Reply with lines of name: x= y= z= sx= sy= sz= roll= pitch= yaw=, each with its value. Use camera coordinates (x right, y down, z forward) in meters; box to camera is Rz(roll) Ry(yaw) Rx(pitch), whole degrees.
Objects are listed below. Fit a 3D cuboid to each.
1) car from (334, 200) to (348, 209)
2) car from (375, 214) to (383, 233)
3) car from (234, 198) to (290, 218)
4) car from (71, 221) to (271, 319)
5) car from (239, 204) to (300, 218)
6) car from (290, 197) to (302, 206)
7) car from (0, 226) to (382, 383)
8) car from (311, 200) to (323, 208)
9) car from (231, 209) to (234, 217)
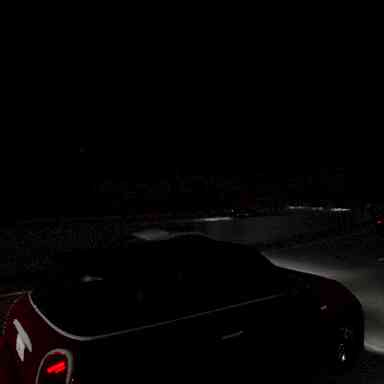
car: x=26.521 y=2.255 z=59.324 sx=1.837 sy=1.490 sz=4.892 roll=1 pitch=0 yaw=18
car: x=12.872 y=1.835 z=20.690 sx=2.033 sy=1.411 sz=5.357 roll=0 pitch=-1 yaw=41
car: x=6.348 y=1.547 z=29.535 sx=2.150 sy=2.045 sz=5.566 roll=0 pitch=0 yaw=39
car: x=-0.298 y=1.602 z=8.174 sx=4.674 sy=1.442 sz=1.812 roll=1 pitch=-1 yaw=-38
car: x=5.529 y=1.787 z=23.336 sx=1.812 sy=1.442 sz=4.674 roll=0 pitch=-1 yaw=42
car: x=22.517 y=2.023 z=72.457 sx=2.150 sy=2.045 sz=5.566 roll=0 pitch=-1 yaw=11
car: x=0.206 y=1.393 z=4.174 sx=4.553 sy=1.767 sz=2.097 roll=1 pitch=-1 yaw=-37
car: x=24.798 y=2.345 z=66.074 sx=2.033 sy=1.411 sz=5.357 roll=0 pitch=-1 yaw=14
car: x=5.919 y=1.973 z=34.601 sx=1.895 sy=1.301 sz=4.718 roll=0 pitch=-1 yaw=37
